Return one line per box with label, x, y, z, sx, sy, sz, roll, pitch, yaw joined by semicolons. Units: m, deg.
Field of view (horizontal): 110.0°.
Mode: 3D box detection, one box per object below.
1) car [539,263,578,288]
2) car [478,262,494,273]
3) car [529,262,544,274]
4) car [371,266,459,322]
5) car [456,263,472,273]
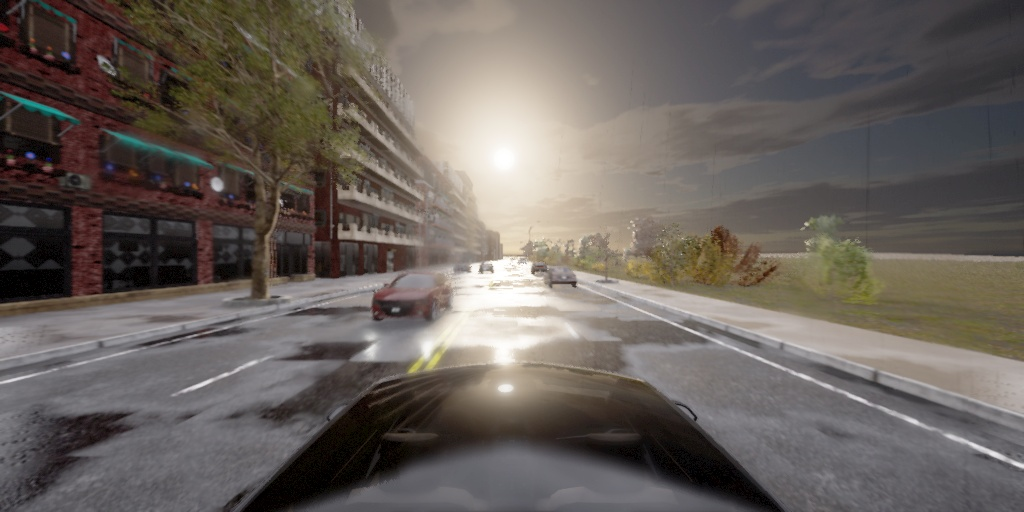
car;3.341;1.427;25.254;2.033;1.411;5.357;0;0;0
car;-3.325;1.497;47.255;2.128;1.511;4.902;0;0;0
car;3.350;1.500;45.189;1.837;1.490;4.892;0;0;0
car;-3.324;1.288;12.822;1.882;1.535;5.008;0;0;0
car;-6.571;1.577;48.177;1.994;1.385;4.181;0;0;0
